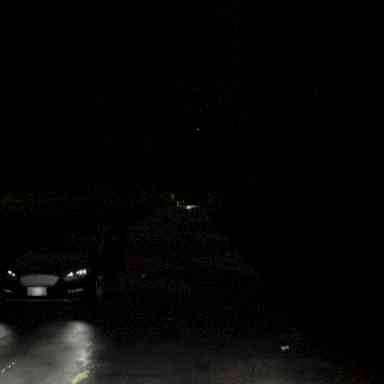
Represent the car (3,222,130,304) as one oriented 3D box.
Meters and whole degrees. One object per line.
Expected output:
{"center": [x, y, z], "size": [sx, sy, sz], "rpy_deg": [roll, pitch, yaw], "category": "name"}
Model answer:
{"center": [-2.847, 1.585, 8.566], "size": [2.128, 1.511, 4.902], "rpy_deg": [0, -1, 0], "category": "car"}
